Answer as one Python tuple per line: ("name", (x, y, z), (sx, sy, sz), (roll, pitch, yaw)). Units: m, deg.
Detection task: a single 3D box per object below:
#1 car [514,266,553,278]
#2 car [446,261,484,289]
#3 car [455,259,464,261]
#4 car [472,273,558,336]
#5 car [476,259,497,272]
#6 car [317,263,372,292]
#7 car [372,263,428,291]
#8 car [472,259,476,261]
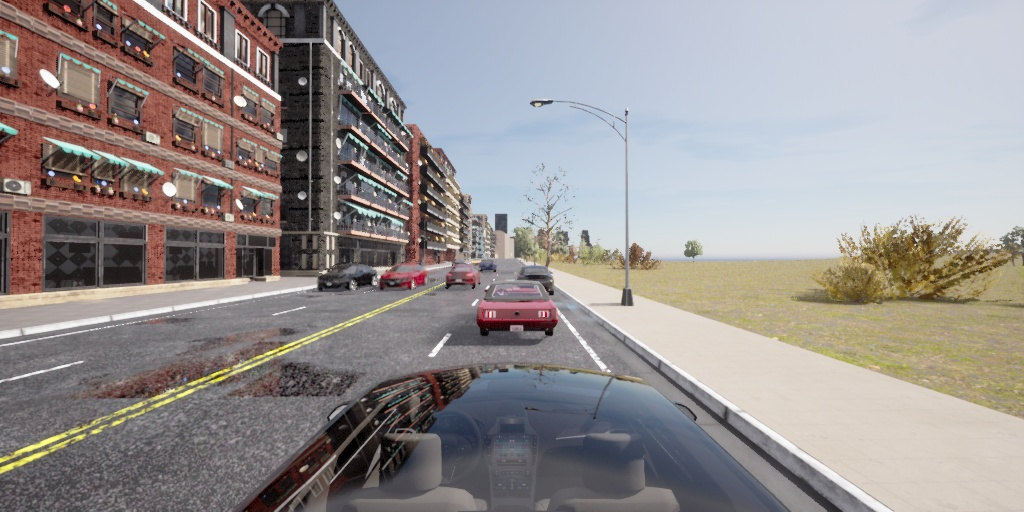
("car", (1.198, 1.256, 19.537), (1.837, 1.490, 4.892), (0, 0, 0))
("car", (-3.079, 1.276, 23.126), (1.812, 1.442, 4.674), (0, 0, 0))
("car", (-9.586, 1.221, 64.318), (1.882, 1.535, 5.008), (0, 0, 1))
("car", (0.128, 1.351, 10.336), (1.895, 1.301, 4.718), (0, 0, 0))
("car", (-2.979, 1.101, 45.251), (2.097, 1.767, 4.553), (0, 0, -1))
("car", (-9.782, 1.228, 21.668), (1.882, 1.535, 5.008), (0, 0, 0))
("car", (-6.531, 1.228, 22.060), (1.882, 1.535, 5.008), (0, 0, 0))
("car", (-6.335, 1.221, 64.723), (1.882, 1.535, 5.008), (0, 0, 1))
